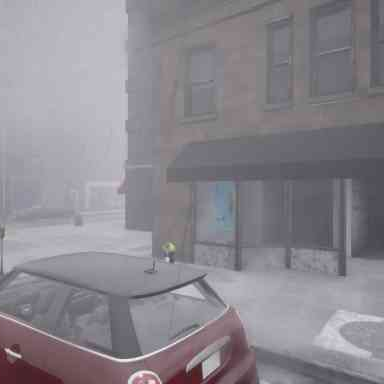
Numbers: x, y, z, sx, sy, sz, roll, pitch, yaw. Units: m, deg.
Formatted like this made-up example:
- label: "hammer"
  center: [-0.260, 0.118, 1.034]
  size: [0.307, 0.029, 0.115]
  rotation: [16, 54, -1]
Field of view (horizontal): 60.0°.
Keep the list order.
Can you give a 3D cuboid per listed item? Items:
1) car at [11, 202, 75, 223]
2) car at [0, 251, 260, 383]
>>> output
- label: "car"
  center: [-11.288, 1.515, 25.511]
  size: [1.812, 1.442, 4.674]
  rotation: [0, 0, 36]
- label: "car"
  center: [-1.418, 1.440, 3.864]
  size: [4.097, 1.590, 1.967]
  rotation: [0, 0, 36]
